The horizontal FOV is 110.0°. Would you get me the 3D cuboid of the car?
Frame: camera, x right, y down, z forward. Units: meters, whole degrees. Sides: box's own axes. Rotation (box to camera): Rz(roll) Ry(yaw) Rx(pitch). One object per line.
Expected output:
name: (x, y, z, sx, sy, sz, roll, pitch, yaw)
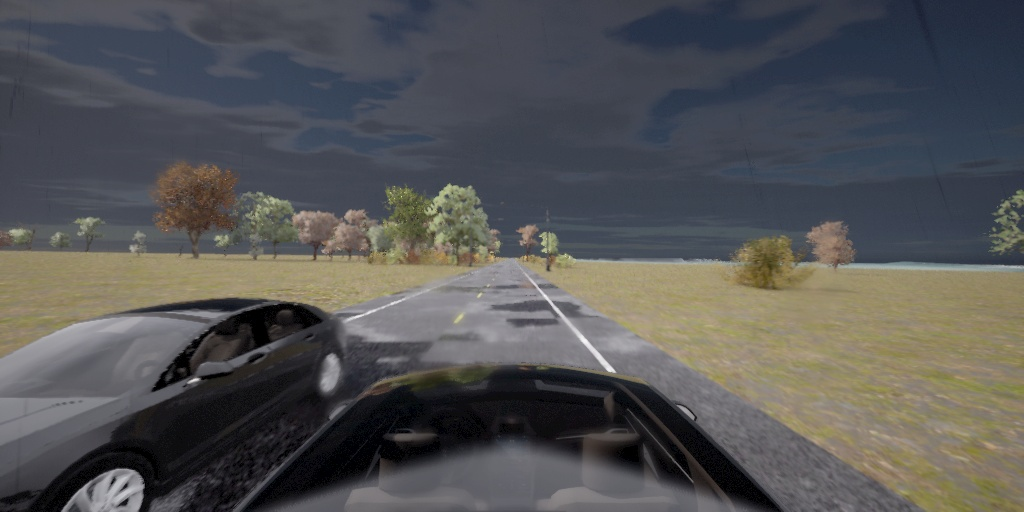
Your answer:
car: (-3.497, 1.268, 3.740, 1.837, 1.490, 4.892, 0, 0, 0)
